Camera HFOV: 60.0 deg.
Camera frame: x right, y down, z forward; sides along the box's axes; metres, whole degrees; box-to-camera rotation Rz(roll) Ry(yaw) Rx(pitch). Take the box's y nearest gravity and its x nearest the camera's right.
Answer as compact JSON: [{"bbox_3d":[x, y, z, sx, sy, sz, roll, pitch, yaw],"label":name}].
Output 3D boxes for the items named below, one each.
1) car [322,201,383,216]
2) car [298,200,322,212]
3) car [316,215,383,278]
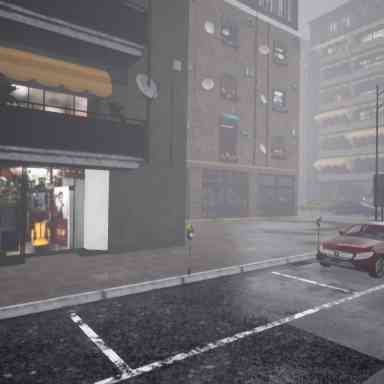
[{"bbox_3d":[15.430,1.589,31.239,2.033,1.411,5.357,1,-1,-32],"label":"car"},{"bbox_3d":[15.268,1.707,40.744,1.752,1.417,4.829,1,-1,-36],"label":"car"},{"bbox_3d":[5.549,1.588,10.109,4.206,1.307,1.802,0,1,-36],"label":"car"}]
